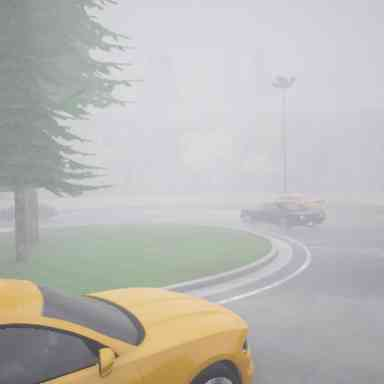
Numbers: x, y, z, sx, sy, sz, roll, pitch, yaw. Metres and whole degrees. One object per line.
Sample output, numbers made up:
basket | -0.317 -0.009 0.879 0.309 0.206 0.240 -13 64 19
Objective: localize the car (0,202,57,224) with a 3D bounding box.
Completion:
car | -11.967 1.421 23.317 4.674 1.442 1.812 -2 1 -34

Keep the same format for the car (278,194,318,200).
car | 7.395 0.906 24.930 1.882 1.535 5.008 -1 1 -45

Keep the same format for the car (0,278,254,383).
car | -1.672 1.476 2.578 5.008 1.535 1.882 -2 1 -37

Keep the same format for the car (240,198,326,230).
car | 4.614 1.207 17.890 1.895 1.301 4.718 -2 1 -28
